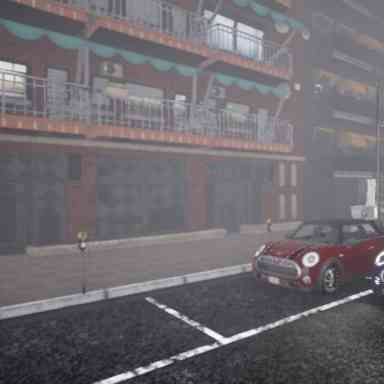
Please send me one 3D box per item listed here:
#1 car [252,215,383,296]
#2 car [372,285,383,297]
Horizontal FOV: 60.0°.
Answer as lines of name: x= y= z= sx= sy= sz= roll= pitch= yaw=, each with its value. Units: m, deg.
car: x=3.450 y=1.440 z=8.574 sx=4.097 sy=1.590 sz=1.967 roll=0 pitch=-1 yaw=-35
car: x=5.918 y=1.352 z=7.294 sx=4.553 sy=1.767 sz=2.097 roll=0 pitch=0 yaw=-35
